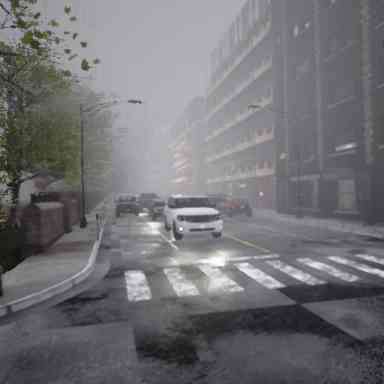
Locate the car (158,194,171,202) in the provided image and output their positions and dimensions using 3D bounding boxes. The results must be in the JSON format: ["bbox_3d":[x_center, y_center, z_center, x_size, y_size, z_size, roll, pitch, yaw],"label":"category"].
[{"bbox_3d":[-5.467,1.192,65.208,1.752,1.417,4.829,0,0,-13],"label":"car"}]

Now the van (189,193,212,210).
[{"bbox_3d":[0.885,1.075,38.156,1.690,1.788,3.998,0,0,-13],"label":"van"}]

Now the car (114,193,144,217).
[{"bbox_3d":[-6.009,1.245,30.865,2.192,1.841,5.009,0,0,-13],"label":"car"}]

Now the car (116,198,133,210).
[{"bbox_3d":[-8.534,1.469,41.620,1.947,1.339,4.313,0,0,-13],"label":"car"}]

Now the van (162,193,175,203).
[{"bbox_3d":[-4.166,1.021,59.665,1.690,1.788,3.998,0,0,-13],"label":"van"}]

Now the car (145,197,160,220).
[{"bbox_3d":[-2.449,1.411,26.980,1.812,1.442,4.674,-1,0,-13],"label":"car"}]

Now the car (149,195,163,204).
[{"bbox_3d":[-6.182,1.251,56.425,1.837,1.490,4.892,-1,0,-13],"label":"car"}]

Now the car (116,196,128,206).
[{"bbox_3d":[-11.021,1.402,52.209,1.752,1.417,4.829,0,0,-13],"label":"car"}]

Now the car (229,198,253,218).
[{"bbox_3d":[3.410,1.201,27.402,1.967,1.590,4.097,0,0,-13],"label":"car"}]

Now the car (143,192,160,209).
[{"bbox_3d":[-4.872,1.081,37.326,2.150,2.045,5.566,-1,0,-13],"label":"car"}]

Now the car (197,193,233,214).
[{"bbox_3d":[2.147,1.063,32.779,2.192,1.841,5.009,0,0,-13],"label":"car"}]

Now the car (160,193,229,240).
[{"bbox_3d":[-0.099,1.131,17.093,2.150,2.045,5.566,-1,0,-12],"label":"car"}]

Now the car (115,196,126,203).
[{"bbox_3d":[-13.585,1.400,63.128,2.008,1.369,4.403,0,0,-13],"label":"car"}]

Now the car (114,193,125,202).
[{"bbox_3d":[-16.110,1.137,73.882,2.192,1.841,5.009,0,0,-13],"label":"car"}]

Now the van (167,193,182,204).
[{"bbox_3d":[-2.904,1.035,54.289,1.690,1.788,3.998,0,0,-13],"label":"van"}]

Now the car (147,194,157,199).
[{"bbox_3d":[-10.479,1.179,86.551,1.947,1.339,4.313,0,0,-13],"label":"car"}]

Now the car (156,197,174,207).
[{"bbox_3d":[-3.871,1.369,46.832,1.895,1.301,4.718,-1,0,-13],"label":"car"}]
